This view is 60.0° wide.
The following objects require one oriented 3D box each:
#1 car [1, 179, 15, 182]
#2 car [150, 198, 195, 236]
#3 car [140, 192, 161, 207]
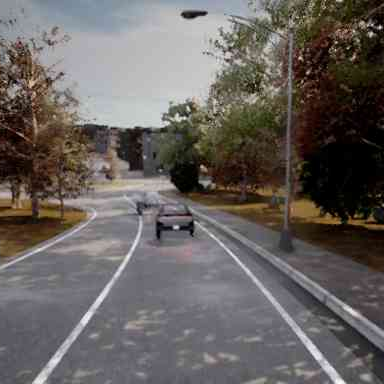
[{"bbox_3d":[-41.302,-2.862,75.807,1.895,1.301,4.718,2,5,24],"label":"car"},{"bbox_3d":[-0.996,1.332,17.314,2.128,1.511,4.902,-1,1,-7],"label":"car"},{"bbox_3d":[-4.220,0.690,34.620,1.812,1.442,4.674,-1,4,-14],"label":"car"}]
